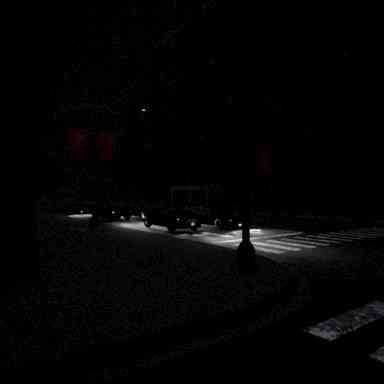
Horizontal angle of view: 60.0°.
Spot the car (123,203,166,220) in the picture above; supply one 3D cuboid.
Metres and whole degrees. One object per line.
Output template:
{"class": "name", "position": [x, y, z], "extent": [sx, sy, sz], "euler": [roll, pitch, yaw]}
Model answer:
{"class": "car", "position": [-4.440, 1.701, 30.470], "extent": [1.895, 1.301, 4.718], "euler": [0, 0, -36]}

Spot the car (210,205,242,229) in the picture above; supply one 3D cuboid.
{"class": "car", "position": [1.454, 1.609, 22.338], "extent": [2.033, 1.411, 5.357], "euler": [0, 0, -33]}

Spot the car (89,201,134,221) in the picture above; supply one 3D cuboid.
{"class": "car", "position": [-6.833, 1.693, 28.236], "extent": [1.895, 1.301, 4.718], "euler": [0, 0, -36]}

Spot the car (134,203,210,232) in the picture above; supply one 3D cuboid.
{"class": "car", "position": [-1.387, 1.548, 20.661], "extent": [2.128, 1.511, 4.902], "euler": [0, 0, -36]}

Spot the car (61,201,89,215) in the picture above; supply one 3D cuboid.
{"class": "car", "position": [-13.012, 1.680, 36.848], "extent": [2.033, 1.411, 5.357], "euler": [0, 0, -35]}

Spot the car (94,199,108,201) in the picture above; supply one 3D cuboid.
{"class": "car", "position": [-10.511, 1.630, 38.936], "extent": [2.128, 1.511, 4.902], "euler": [0, 0, -36]}
